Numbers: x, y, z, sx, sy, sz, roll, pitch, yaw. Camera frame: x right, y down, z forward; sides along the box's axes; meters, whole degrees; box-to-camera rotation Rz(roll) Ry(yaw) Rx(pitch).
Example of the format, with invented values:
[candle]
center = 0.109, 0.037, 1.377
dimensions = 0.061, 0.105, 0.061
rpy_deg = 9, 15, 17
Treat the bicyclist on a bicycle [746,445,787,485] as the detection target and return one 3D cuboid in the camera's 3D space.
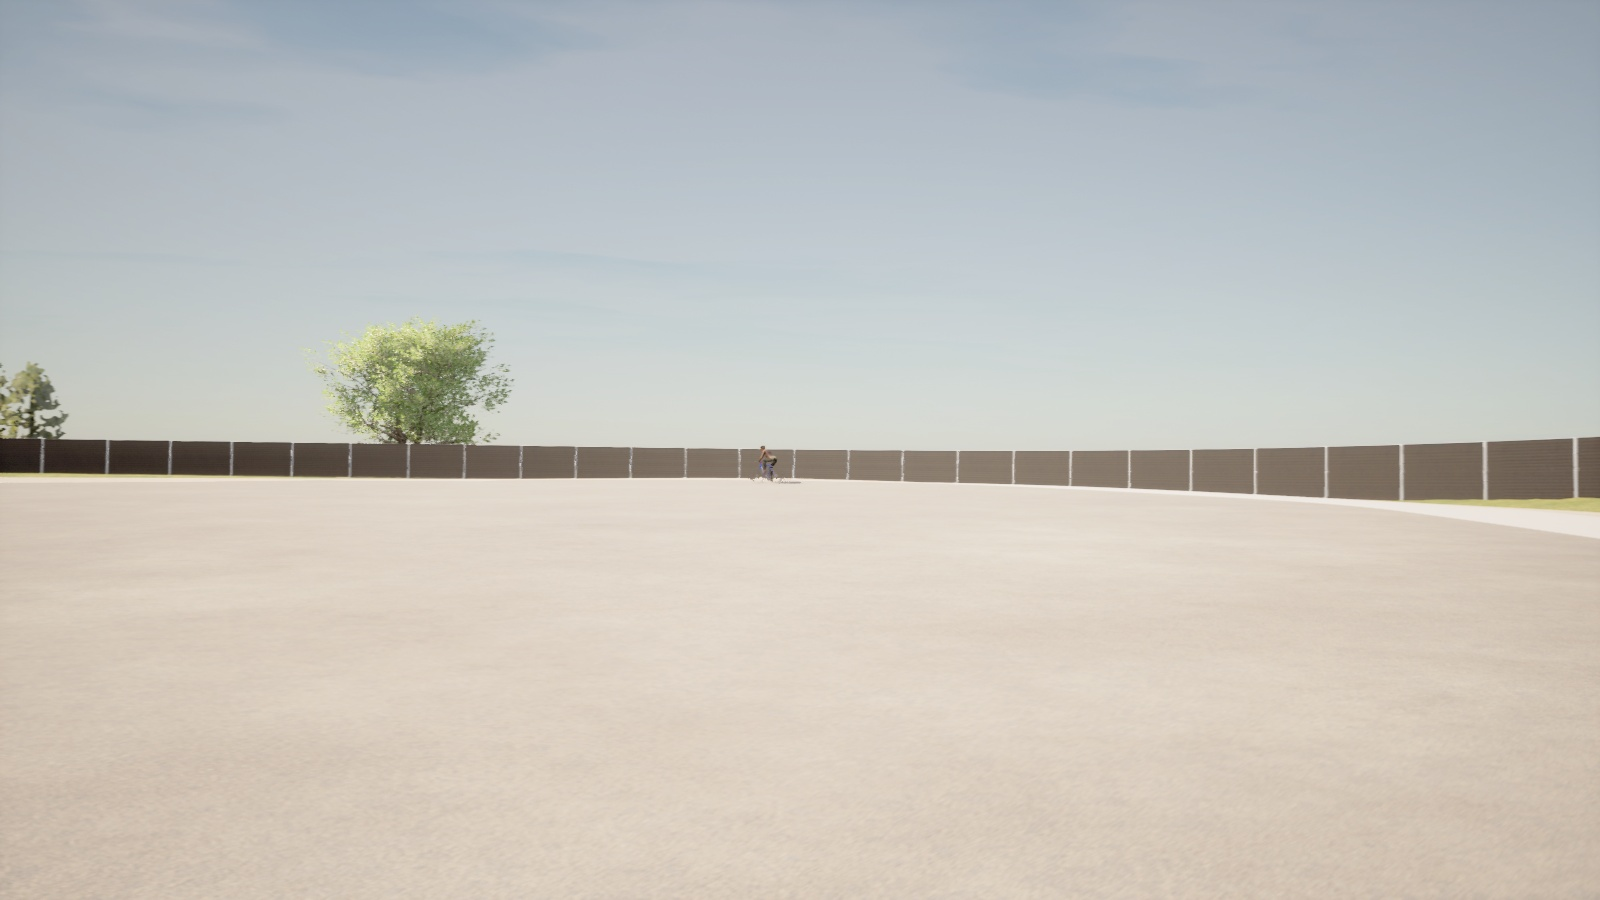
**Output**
[bicyclist on a bicycle]
center = -1.402, 0.636, 52.975
dimensions = 1.656, 1.620, 0.582
rpy_deg = -1, 1, 35
